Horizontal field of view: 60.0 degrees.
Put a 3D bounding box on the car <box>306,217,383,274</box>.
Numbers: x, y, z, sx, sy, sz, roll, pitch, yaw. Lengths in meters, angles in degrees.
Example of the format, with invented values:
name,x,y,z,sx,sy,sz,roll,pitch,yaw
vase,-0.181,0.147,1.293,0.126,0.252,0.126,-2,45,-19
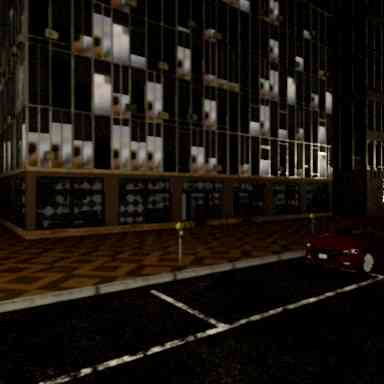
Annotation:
name,x,y,z,sx,sy,sz,roll,pitch,yaw
car,5.423,1.508,10.424,4.507,1.381,1.887,0,0,-35
